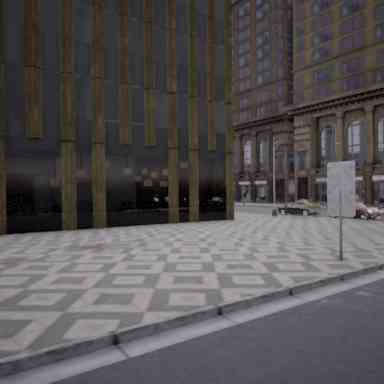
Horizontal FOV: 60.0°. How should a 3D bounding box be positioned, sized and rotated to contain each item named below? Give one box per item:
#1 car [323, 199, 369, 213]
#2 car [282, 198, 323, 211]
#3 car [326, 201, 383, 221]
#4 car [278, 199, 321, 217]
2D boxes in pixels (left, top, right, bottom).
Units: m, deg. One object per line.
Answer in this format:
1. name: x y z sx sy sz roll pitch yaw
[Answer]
1. car: 17.445 1.563 37.809 1.947 1.339 4.313 -1 1 -36
2. car: 14.039 1.548 42.550 1.752 1.417 4.829 -1 1 -36
3. car: 13.811 1.546 28.255 1.967 1.590 4.097 -1 1 -36
4. car: 10.505 1.678 32.861 2.008 1.369 4.403 -1 1 -36
